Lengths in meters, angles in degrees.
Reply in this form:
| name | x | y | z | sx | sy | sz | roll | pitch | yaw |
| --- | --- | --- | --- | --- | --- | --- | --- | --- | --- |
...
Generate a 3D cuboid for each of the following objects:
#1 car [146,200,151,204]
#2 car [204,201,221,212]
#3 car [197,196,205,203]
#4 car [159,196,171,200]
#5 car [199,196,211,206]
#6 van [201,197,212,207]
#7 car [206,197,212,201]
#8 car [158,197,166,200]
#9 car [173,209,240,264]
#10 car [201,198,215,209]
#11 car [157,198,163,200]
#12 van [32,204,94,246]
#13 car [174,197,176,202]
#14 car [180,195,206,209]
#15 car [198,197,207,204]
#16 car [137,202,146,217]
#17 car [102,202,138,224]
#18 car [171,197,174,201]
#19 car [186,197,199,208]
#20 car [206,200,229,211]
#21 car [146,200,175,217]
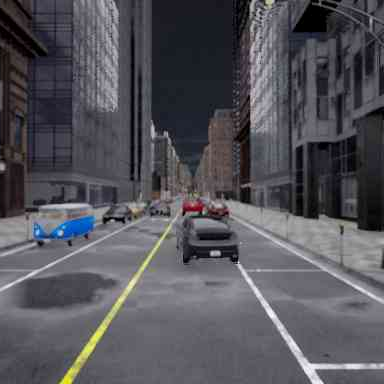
| name | x | y | z | sx | sy | sz | roll | pitch | yaw |
| --- | --- | --- | --- | --- | --- | --- | --- | --- | --- |
| car | -5.890 | 1.829 | 38.020 | 2.008 | 1.369 | 4.403 | 1 | 0 | 0 |
| car | 2.629 | 1.864 | 43.647 | 1.887 | 1.381 | 4.507 | 1 | 0 | 0 |
| car | 2.575 | 2.022 | 94.266 | 2.192 | 1.841 | 5.009 | 1 | 0 | 0 |
| car | -5.919 | 1.804 | 66.143 | 2.192 | 1.841 | 5.009 | 1 | 0 | 0 |
| car | 2.606 | 1.803 | 66.145 | 2.192 | 1.841 | 5.009 | 1 | 0 | 0 |
| van | 2.613 | 1.786 | 60.521 | 1.690 | 1.788 | 3.998 | 1 | 0 | 0 |
| car | 2.637 | 1.718 | 38.023 | 1.967 | 1.590 | 4.097 | 1 | 0 | 0 |
| car | -5.909 | 1.948 | 54.893 | 1.887 | 1.381 | 4.507 | 1 | 0 | 0 |
| car | 0.447 | 1.595 | 12.278 | 1.837 | 1.490 | 4.892 | 0 | 0 | -6 |
| car | 2.618 | 1.843 | 54.896 | 1.967 | 1.590 | 4.097 | 1 | 0 | 0 |
| car | -5.903 | 1.927 | 49.268 | 1.947 | 1.339 | 4.313 | 1 | 0 | 0 |
| van | -5.863 | 1.455 | 15.524 | 1.690 | 1.788 | 3.998 | 1 | 0 | 0 |
| car | -5.938 | 1.934 | 83.016 | 2.192 | 1.841 | 5.009 | 1 | 0 | 0 |
| car | 0.061 | 1.491 | 36.828 | 2.150 | 2.045 | 5.566 | 0 | 0 | 0 |
| car | 2.587 | 2.059 | 83.016 | 1.967 | 1.590 | 4.097 | 1 | 0 | 0 |
| car | -5.884 | 1.761 | 32.226 | 1.752 | 1.417 | 4.829 | 1 | 0 | 0 |
| car | -5.878 | 1.761 | 26.770 | 1.947 | 1.339 | 4.313 | 1 | 0 | 0 |
| car | -5.934 | 2.120 | 77.390 | 1.887 | 1.381 | 4.507 | 1 | 0 | 0 |
| car | 0.038 | 1.759 | 55.542 | 2.097 | 1.767 | 4.553 | 0 | -1 | 0 |
| car | 2.642 | 1.781 | 32.398 | 1.887 | 1.381 | 4.507 | 1 | 0 | 0 |
| car | -3.128 | 1.811 | 33.778 | 1.994 | 1.385 | 4.181 | 0 | 0 | 0 |
